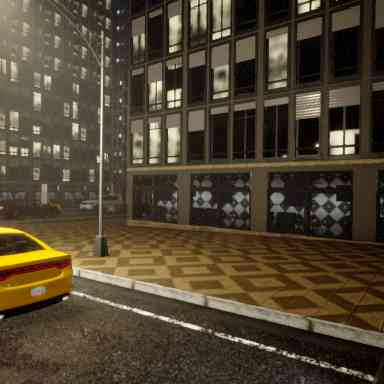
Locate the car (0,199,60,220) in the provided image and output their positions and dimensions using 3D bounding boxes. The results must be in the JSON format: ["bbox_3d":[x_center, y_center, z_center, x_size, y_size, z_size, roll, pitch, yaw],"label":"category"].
[{"bbox_3d":[-14.399,1.519,29.608,2.192,1.841,5.009,1,0,36],"label":"car"}]

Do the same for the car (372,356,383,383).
[{"bbox_3d":[3.556,1.548,1.162,5.357,1.411,2.033,0,0,35],"label":"car"}]

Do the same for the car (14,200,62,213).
[{"bbox_3d":[-17.924,1.643,38.972,1.752,1.417,4.829,1,0,36],"label":"car"}]

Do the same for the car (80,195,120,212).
[{"bbox_3d":[-11.650,1.442,43.119,2.150,2.045,5.566,1,0,37],"label":"car"}]

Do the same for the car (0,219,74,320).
[{"bbox_3d":[-4.551,1.474,6.898,5.008,1.535,1.882,0,0,35],"label":"car"}]

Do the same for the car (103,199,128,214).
[{"bbox_3d":[-7.628,1.830,38.839,1.752,1.417,4.829,1,0,36],"label":"car"}]
